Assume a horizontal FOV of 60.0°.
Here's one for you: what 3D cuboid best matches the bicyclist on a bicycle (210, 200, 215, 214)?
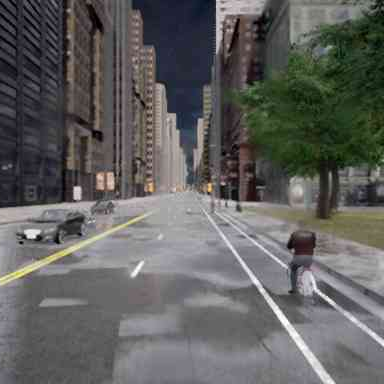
[{"bbox_3d":[2.282,1.660,36.664,0.582,1.620,1.656,0,-1,0],"label":"bicyclist on a bicycle"}]

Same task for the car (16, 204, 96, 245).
[{"bbox_3d":[-6.587,1.572,16.101,2.128,1.511,4.902,0,0,0],"label":"car"}]

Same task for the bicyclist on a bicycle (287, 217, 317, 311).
[{"bbox_3d":[2.246,1.404,6.970,0.659,1.776,1.843,0,0,0],"label":"bicyclist on a bicycle"}]

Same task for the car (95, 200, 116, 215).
[{"bbox_3d":[-9.808,1.716,36.884,1.837,1.490,4.892,0,-1,0],"label":"car"}]
